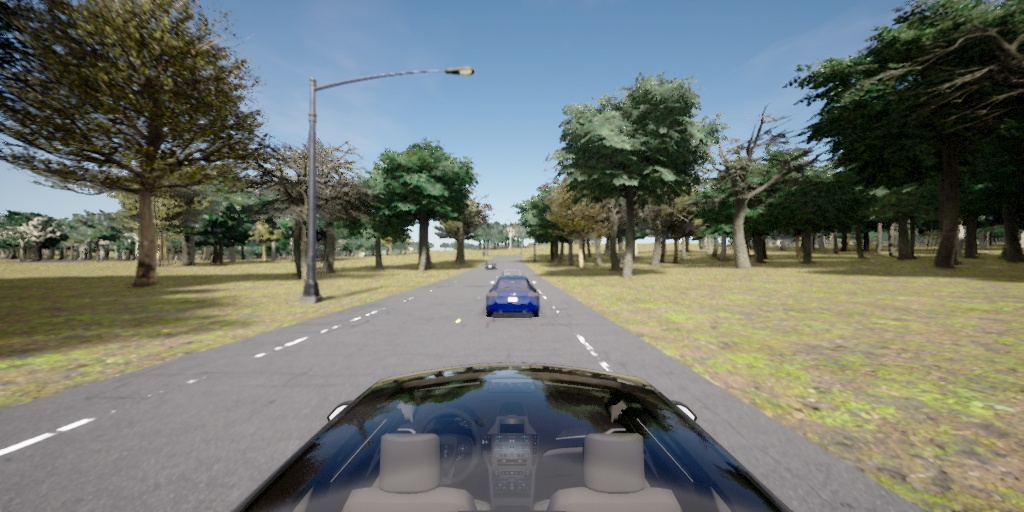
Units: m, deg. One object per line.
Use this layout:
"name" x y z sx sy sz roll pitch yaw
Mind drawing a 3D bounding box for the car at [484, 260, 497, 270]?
"car" -3.549 1.523 60.443 2.128 1.511 4.902 0 1 1

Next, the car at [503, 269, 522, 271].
"car" 0.039 1.679 28.466 1.895 1.301 4.718 0 -1 1

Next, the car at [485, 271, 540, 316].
"car" 0.045 1.470 14.226 1.994 1.385 4.181 0 -1 1
